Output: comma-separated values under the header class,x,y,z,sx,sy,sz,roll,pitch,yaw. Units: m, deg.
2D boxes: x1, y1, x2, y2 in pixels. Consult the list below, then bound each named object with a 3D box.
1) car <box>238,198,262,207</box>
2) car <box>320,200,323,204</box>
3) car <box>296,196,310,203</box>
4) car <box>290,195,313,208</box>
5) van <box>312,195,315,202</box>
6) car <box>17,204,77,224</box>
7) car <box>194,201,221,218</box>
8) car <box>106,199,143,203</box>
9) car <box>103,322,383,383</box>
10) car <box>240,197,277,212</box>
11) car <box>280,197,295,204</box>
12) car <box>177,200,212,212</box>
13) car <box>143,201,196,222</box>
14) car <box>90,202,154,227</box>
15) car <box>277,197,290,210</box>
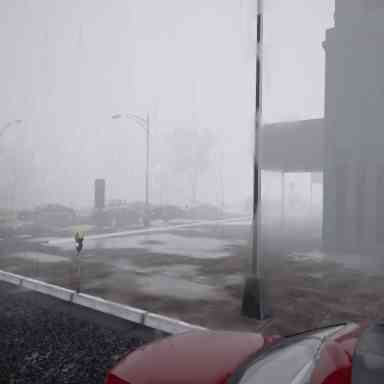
class,x,y,z,sx,sy,sz,roll,pitch,yaw
car,9.380,1.649,53.493,1.812,1.442,4.674,1,0,36
car,28.211,1.937,69.569,1.752,1.417,4.829,1,0,36
car,27.812,1.859,83.202,1.752,1.417,4.829,1,0,36
car,18.267,1.770,56.001,1.967,1.590,4.097,1,0,36
van,31.196,1.703,87.816,1.690,1.788,3.998,1,0,36
car,-11.108,1.604,25.710,1.994,1.385,4.181,1,0,36
car,1.294,1.776,32.626,1.802,1.307,4.206,1,0,36
car,-5.568,1.632,33.266,2.033,1.411,5.357,1,0,36
car,1.132,1.582,2.053,4.206,1.307,1.802,0,1,35
car,8.493,1.566,42.520,2.192,1.841,5.009,1,0,36
car,21.350,1.846,74.384,1.947,1.339,4.313,1,0,36
car,0.389,1.733,41.385,1.895,1.301,4.718,1,0,36
car,-1.944,1.734,28.206,1.947,1.339,4.313,1,0,36
car,-5.185,1.693,23.784,2.008,1.369,4.403,1,0,36
car,11.747,1.717,47.017,1.967,1.590,4.097,1,0,36
